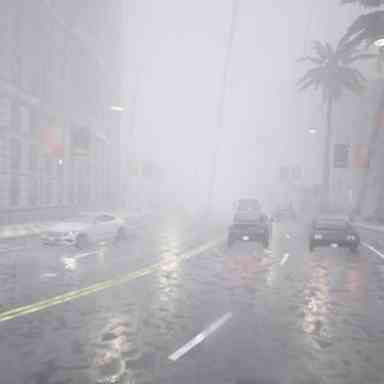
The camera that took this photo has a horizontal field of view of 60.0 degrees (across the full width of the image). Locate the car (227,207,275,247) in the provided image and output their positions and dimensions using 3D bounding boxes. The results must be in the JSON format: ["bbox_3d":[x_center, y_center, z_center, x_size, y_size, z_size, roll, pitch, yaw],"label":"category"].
[{"bbox_3d":[2.970,1.736,16.595,1.837,1.490,4.892,0,0,16],"label":"car"}]

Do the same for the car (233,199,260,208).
[{"bbox_3d":[5.056,1.645,30.960,2.150,2.045,5.566,1,0,3],"label":"car"}]

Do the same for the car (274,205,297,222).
[{"bbox_3d":[8.609,1.957,31.705,2.128,1.511,4.902,1,-1,3],"label":"car"}]

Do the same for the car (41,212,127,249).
[{"bbox_3d":[-4.800,1.665,15.577,1.812,1.442,4.674,0,-1,22],"label":"car"}]

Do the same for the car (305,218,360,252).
[{"bbox_3d":[6.227,1.846,15.246,1.895,1.301,4.718,0,-1,16],"label":"car"}]
